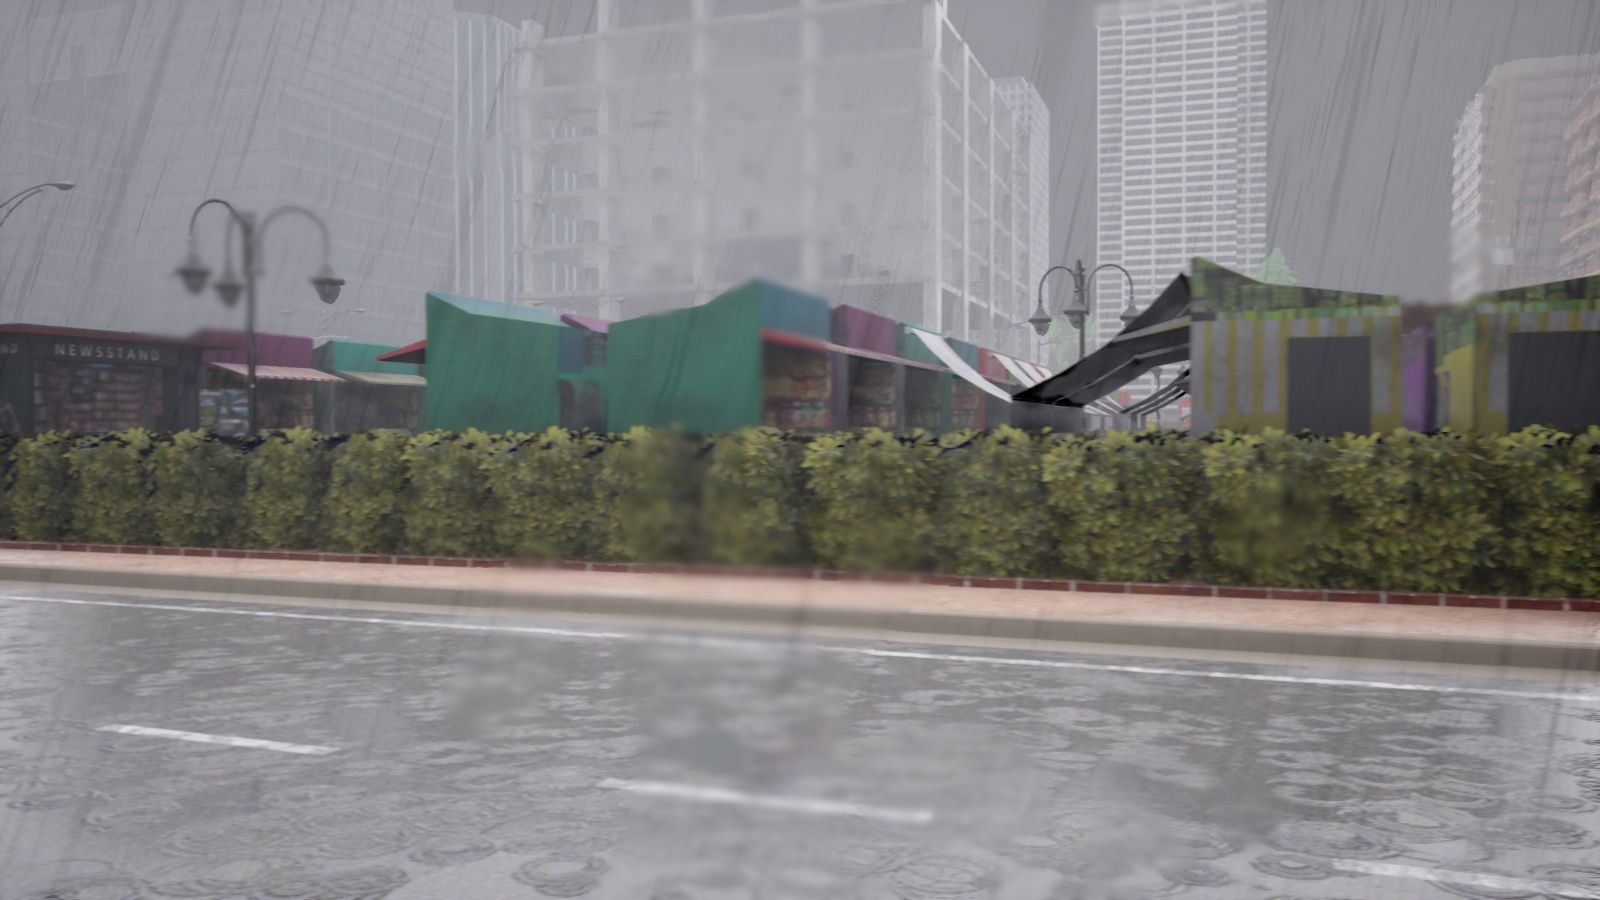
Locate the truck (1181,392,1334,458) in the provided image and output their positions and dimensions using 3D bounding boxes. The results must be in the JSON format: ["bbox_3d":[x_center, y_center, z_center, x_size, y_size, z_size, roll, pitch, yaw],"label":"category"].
[{"bbox_3d":[27.427,-1.543,75.561,8.468,3.827,2.891,1,1,19],"label":"truck"}]
